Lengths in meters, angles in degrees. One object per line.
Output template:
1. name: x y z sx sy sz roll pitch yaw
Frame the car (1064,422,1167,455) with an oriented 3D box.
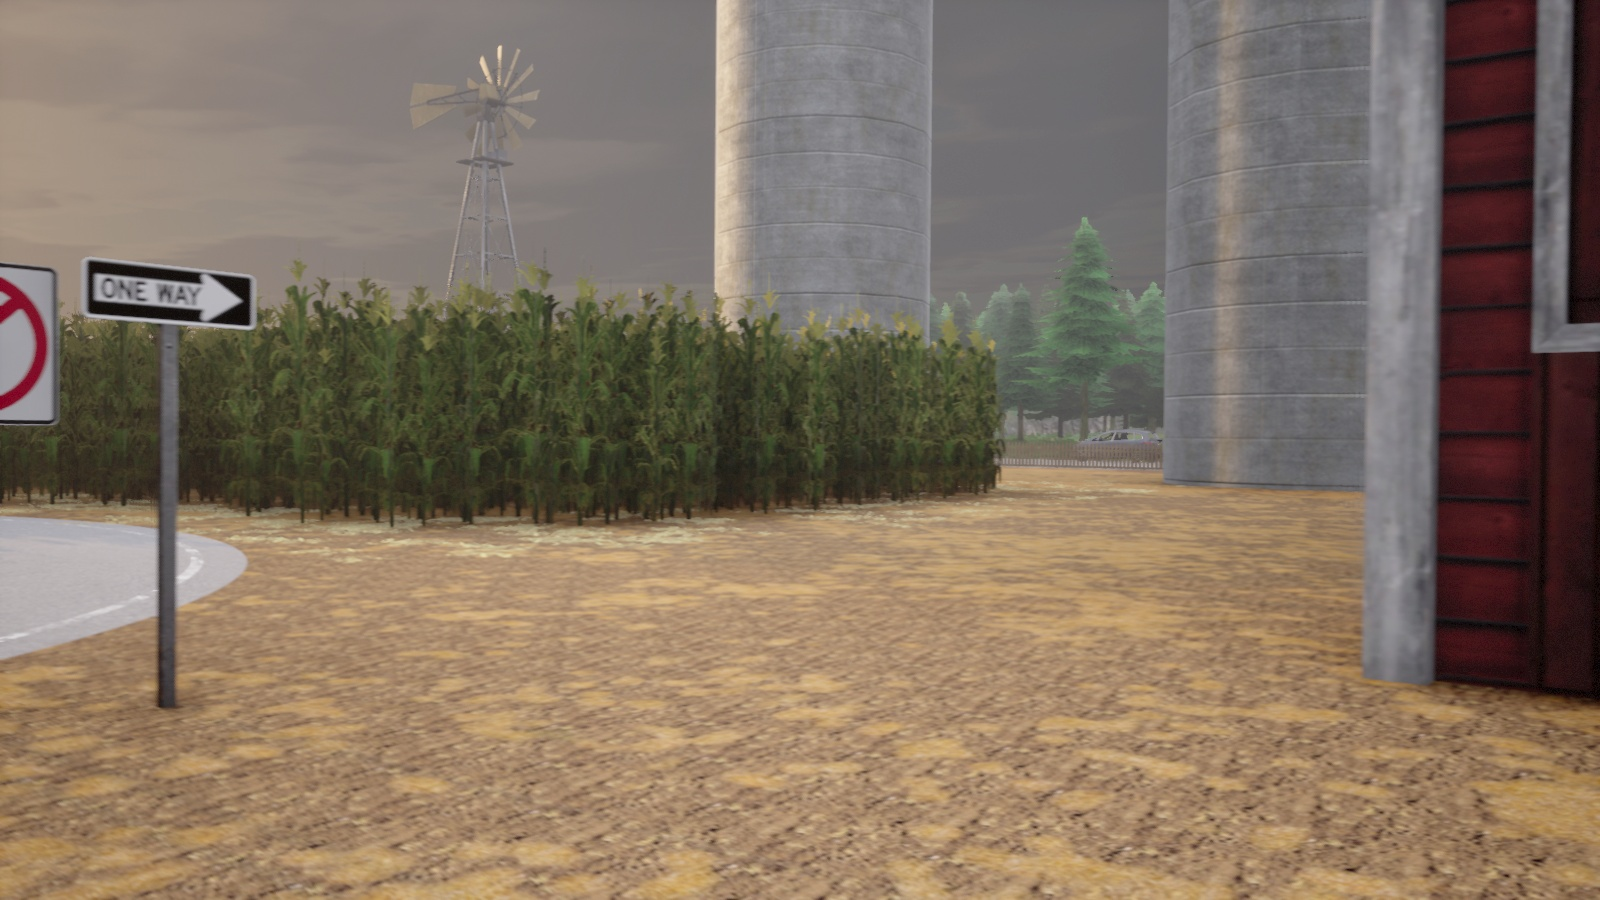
1. car: 16.187 -0.590 64.432 4.611 1.667 2.242 0 1 37
